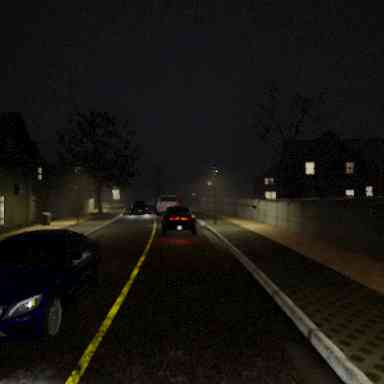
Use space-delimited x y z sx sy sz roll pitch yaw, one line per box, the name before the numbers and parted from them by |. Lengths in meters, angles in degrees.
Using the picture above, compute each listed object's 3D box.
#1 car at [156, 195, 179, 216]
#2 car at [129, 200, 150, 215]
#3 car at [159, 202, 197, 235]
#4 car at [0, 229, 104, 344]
car | -2.544 1.356 34.700 2.150 2.045 5.566 0 -1 -7
car | -5.656 1.659 35.940 1.837 1.490 4.892 0 -1 -8
car | -0.784 1.524 18.835 1.837 1.490 4.892 0 0 -4
car | -3.030 1.525 6.586 1.812 1.442 4.674 0 0 -2
